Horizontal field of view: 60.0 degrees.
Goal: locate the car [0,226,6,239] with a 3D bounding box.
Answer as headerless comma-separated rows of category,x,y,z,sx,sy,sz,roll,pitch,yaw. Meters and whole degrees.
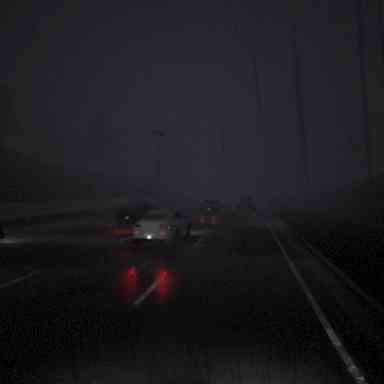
car,-9.043,1.468,11.466,2.033,1.411,5.357,0,0,10

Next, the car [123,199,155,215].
car,-5.249,1.439,33.578,1.812,1.442,4.674,0,0,10

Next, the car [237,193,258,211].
car,6.811,1.336,41.641,2.097,1.767,4.553,0,0,10

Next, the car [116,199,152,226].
car,-3.542,1.419,22.742,1.882,1.535,5.008,0,0,10

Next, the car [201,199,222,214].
car,2.064,1.453,34.716,2.128,1.511,4.902,0,0,10

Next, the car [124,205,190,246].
car,-1.275,1.494,15.103,1.812,1.442,4.674,0,0,9
